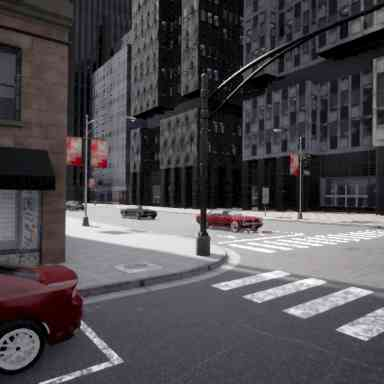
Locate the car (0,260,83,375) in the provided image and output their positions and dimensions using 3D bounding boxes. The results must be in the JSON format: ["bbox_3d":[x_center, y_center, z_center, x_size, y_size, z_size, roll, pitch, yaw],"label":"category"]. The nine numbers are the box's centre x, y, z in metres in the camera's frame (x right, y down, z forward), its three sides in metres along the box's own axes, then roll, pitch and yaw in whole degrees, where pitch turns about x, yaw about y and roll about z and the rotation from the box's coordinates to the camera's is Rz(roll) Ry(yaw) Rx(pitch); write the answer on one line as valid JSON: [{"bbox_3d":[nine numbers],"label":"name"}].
[{"bbox_3d":[-3.672,1.545,4.013,4.507,1.381,1.887,0,1,-36],"label":"car"}]

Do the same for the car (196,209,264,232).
[{"bbox_3d":[2.371,1.813,21.715,1.895,1.301,4.718,1,-1,-36],"label":"car"}]

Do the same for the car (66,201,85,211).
[{"bbox_3d":[-17.163,2.053,48.896,1.837,1.490,4.892,1,-2,-35],"label":"car"}]

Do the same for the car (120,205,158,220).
[{"bbox_3d":[-5.165,1.955,32.139,1.895,1.301,4.718,1,-1,-36],"label":"car"}]
